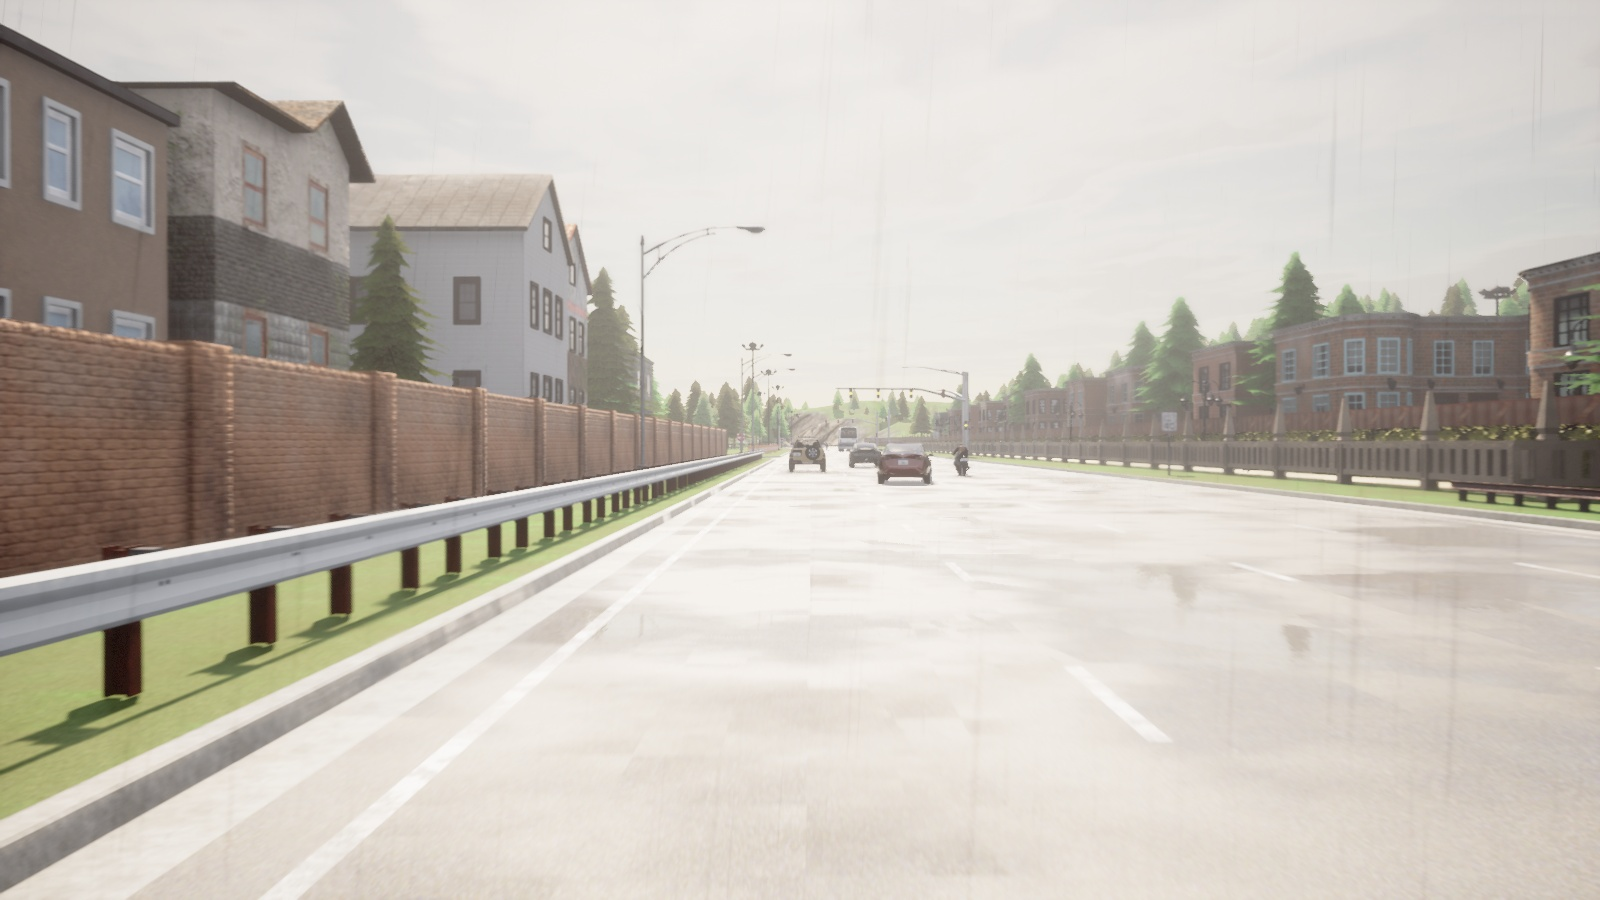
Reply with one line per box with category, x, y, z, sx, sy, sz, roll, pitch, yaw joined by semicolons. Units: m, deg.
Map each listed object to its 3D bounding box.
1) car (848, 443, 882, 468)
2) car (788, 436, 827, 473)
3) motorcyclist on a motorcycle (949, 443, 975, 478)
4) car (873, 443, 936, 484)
car;3.950;0.324;76.577;1.837;1.490;4.892;0;0;0
car;0.388;0.195;65.627;1.932;1.855;4.605;0;0;0
motorcyclist on a motorcycle;7.339;0.468;56.977;0.866;1.530;2.191;0;0;0
car;4.015;0.482;47.551;2.163;1.488;4.792;0;0;7
